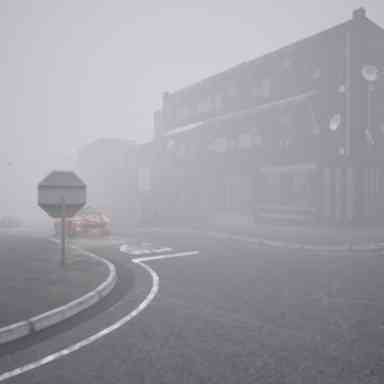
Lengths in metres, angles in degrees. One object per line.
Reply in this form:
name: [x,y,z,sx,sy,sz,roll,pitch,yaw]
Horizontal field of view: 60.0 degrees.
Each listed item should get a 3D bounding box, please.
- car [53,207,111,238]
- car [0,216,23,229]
car: [-6.376,1.631,19.102,2.097,1.767,4.553,1,-5,-37]
car: [-21.463,3.576,39.416,2.033,1.411,5.357,1,-4,-36]
